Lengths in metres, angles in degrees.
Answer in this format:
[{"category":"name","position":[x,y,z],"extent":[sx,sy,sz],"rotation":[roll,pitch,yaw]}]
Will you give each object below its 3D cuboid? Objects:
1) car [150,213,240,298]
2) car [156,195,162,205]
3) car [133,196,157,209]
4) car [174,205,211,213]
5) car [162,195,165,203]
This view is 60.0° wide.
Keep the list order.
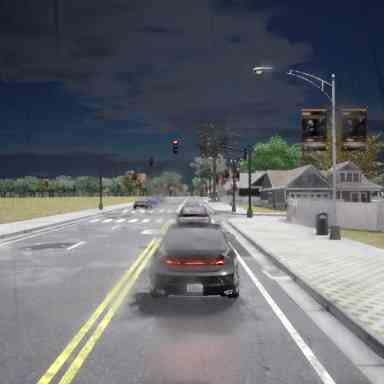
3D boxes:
[{"category":"car","position":[0.075,1.510,8.500],"extent":[1.837,1.490,4.892],"rotation":[0,0,1]},{"category":"car","position":[-6.642,1.481,55.635],"extent":[1.882,1.535,5.008],"rotation":[0,0,0]},{"category":"car","position":[-6.622,1.556,45.537],"extent":[2.033,1.411,5.357],"rotation":[0,0,4]},{"category":"car","position":[0.056,1.501,18.770],"extent":[2.128,1.511,4.902],"rotation":[0,0,-2]},{"category":"car","position":[-6.586,1.357,67.367],"extent":[2.097,1.767,4.553],"rotation":[0,0,0]}]
